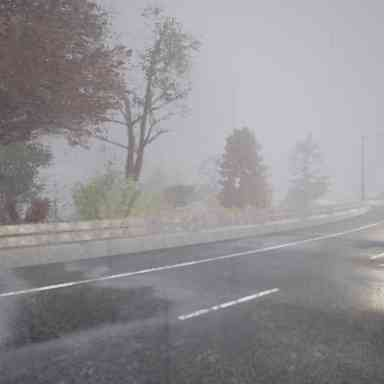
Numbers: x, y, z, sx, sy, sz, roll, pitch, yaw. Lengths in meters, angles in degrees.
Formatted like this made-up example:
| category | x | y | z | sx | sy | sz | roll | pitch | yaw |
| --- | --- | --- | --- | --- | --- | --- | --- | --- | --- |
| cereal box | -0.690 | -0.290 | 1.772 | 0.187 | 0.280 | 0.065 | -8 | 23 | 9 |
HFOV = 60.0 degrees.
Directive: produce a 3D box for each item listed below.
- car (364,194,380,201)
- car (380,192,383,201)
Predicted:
| category | x | y | z | sx | sy | sz | roll | pitch | yaw |
| --- | --- | --- | --- | --- | --- | --- | --- | --- | --- |
| car | 38.332 | 1.297 | 72.153 | 1.895 | 1.301 | 4.718 | 0 | 0 | 8 |
| car | 41.767 | 0.911 | 71.491 | 2.150 | 2.045 | 5.566 | 0 | 0 | 8 |
